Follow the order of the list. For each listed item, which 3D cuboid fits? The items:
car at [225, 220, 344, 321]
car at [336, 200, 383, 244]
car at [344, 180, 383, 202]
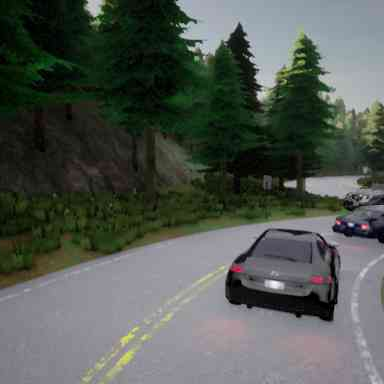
[{"bbox_3d":[2.225,1.523,7.474,1.994,1.385,4.181,2,2,24],"label":"car"},{"bbox_3d":[8.622,1.357,14.991,5.357,1.411,2.033,-1,5,-33],"label":"car"},{"bbox_3d":[11.905,0.272,20.835,5.566,2.045,2.150,-2,5,-31],"label":"car"}]
